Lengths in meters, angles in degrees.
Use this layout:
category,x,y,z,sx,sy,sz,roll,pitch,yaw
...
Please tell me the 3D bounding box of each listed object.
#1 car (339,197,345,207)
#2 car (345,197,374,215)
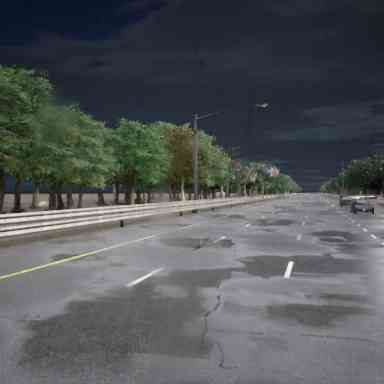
category,x,y,z,sx,sy,sz,roll,pitch,yaw
car,23.354,1.480,50.193,1.882,1.535,5.008,0,0,22
car,17.451,1.482,34.331,2.128,1.511,4.902,0,0,20
